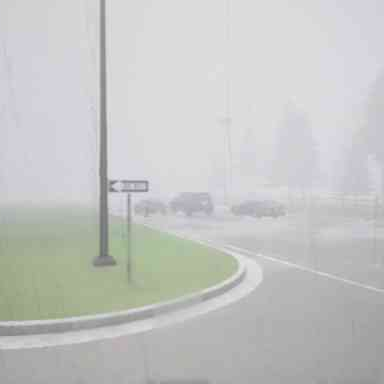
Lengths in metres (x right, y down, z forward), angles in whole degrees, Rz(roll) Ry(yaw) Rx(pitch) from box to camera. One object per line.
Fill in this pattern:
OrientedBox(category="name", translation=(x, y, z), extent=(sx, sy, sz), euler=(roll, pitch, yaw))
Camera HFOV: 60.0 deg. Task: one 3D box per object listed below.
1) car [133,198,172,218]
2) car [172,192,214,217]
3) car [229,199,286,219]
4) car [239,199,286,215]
OrientedBox(category="car", translation=(-3.624, 1.294, 28.279), extent=(1.837, 1.490, 4.892), euler=(0, 0, -25))
OrientedBox(category="car", translation=(-0.124, 0.994, 29.054), extent=(2.150, 2.045, 5.566), euler=(0, 0, -25))
OrientedBox(category="car", translation=(5.031, 1.325, 26.298), extent=(2.033, 1.411, 5.357), euler=(0, 0, -25))
OrientedBox(category="car", translation=(6.505, 1.334, 31.408), extent=(1.895, 1.301, 4.718), euler=(0, 0, -25))
